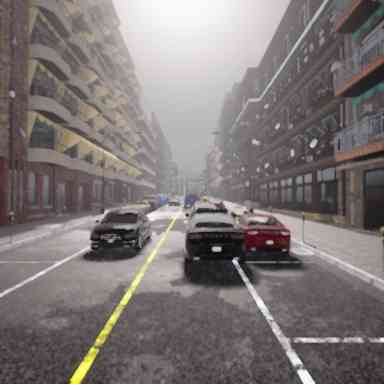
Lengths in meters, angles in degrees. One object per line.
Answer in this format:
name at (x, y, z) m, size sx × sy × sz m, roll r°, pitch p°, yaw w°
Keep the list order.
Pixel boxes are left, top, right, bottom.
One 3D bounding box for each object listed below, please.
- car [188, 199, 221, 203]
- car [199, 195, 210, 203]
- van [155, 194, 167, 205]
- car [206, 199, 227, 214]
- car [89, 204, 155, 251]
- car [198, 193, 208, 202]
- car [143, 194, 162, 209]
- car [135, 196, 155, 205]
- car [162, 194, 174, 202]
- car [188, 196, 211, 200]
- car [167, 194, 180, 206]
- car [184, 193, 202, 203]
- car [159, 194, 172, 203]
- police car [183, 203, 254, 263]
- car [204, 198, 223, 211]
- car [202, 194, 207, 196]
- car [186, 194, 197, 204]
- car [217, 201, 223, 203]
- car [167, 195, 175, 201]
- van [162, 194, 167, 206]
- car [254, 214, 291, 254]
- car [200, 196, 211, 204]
car at (0.806, 1.472, 21.879) m, size 1.837 × 1.490 × 4.892 m, roll 0°, pitch 0°, yaw 0°
car at (2.534, 1.416, 68.518) m, size 1.967 × 1.590 × 4.097 m, roll 1°, pitch 0°, yaw 0°
van at (-5.342, 1.304, 57.511) m, size 1.690 × 1.788 × 3.998 m, roll 1°, pitch 0°, yaw 0°
car at (2.554, 1.504, 35.332) m, size 1.887 × 1.381 × 4.507 m, roll 1°, pitch 0°, yaw 0°
car at (-2.861, 1.480, 14.108) m, size 1.837 × 1.490 × 4.892 m, roll 0°, pitch 0°, yaw 0°
car at (2.485, 1.309, 79.580) m, size 2.192 × 1.841 × 5.009 m, roll 1°, pitch 0°, yaw 0°
car at (-5.325, 1.272, 40.920) m, size 2.192 × 1.841 × 5.009 m, roll 2°, pitch 0°, yaw 0°
car at (-5.326, 1.484, 35.219) m, size 1.752 × 1.417 × 4.829 m, roll 2°, pitch 0°, yaw 0°
car at (-5.356, 1.299, 74.101) m, size 2.192 × 1.841 × 5.009 m, roll 1°, pitch 0°, yaw 0°
car at (0.801, 1.417, 28.071) m, size 1.801 × 1.575 × 5.366 m, roll 0°, pitch 0°, yaw 0°
car at (-2.865, 1.508, 54.607) m, size 2.033 × 1.411 × 5.357 m, roll 0°, pitch 0°, yaw 0°
car at (-0.041, 1.180, 48.542) m, size 2.150 × 2.045 × 5.566 m, roll 0°, pitch 0°, yaw 0°
car at (-5.351, 1.291, 68.571) m, size 2.192 × 1.841 × 5.009 m, roll 1°, pitch 0°, yaw 0°
police car at (0.704, 1.404, 11.985) m, size 1.930 × 1.638 × 5.238 m, roll 0°, pitch 0°, yaw 0°
car at (2.548, 1.508, 40.864) m, size 2.008 × 1.369 × 4.403 m, roll 1°, pitch 0°, yaw 0°
car at (2.534, 1.508, 57.456) m, size 1.887 × 1.381 × 4.507 m, roll 1°, pitch 0°, yaw 0°
car at (-0.055, 1.321, 63.393) m, size 2.097 × 1.767 × 4.553 m, roll 0°, pitch 0°, yaw 0°
car at (2.569, 1.495, 18.912) m, size 1.752 × 1.417 × 4.829 m, roll 1°, pitch 0°, yaw 0°
car at (-5.373, 1.570, 85.164) m, size 1.947 × 1.339 × 4.313 m, roll 1°, pitch 0°, yaw 0°
van at (-5.336, 1.299, 51.979) m, size 1.690 × 1.788 × 3.998 m, roll 2°, pitch 0°, yaw 0°
car at (2.574, 1.522, 13.210) m, size 1.887 × 1.381 × 4.507 m, roll 1°, pitch 0°, yaw 0°
car at (2.529, 1.514, 62.986) m, size 1.887 × 1.381 × 4.507 m, roll 1°, pitch 0°, yaw 0°
